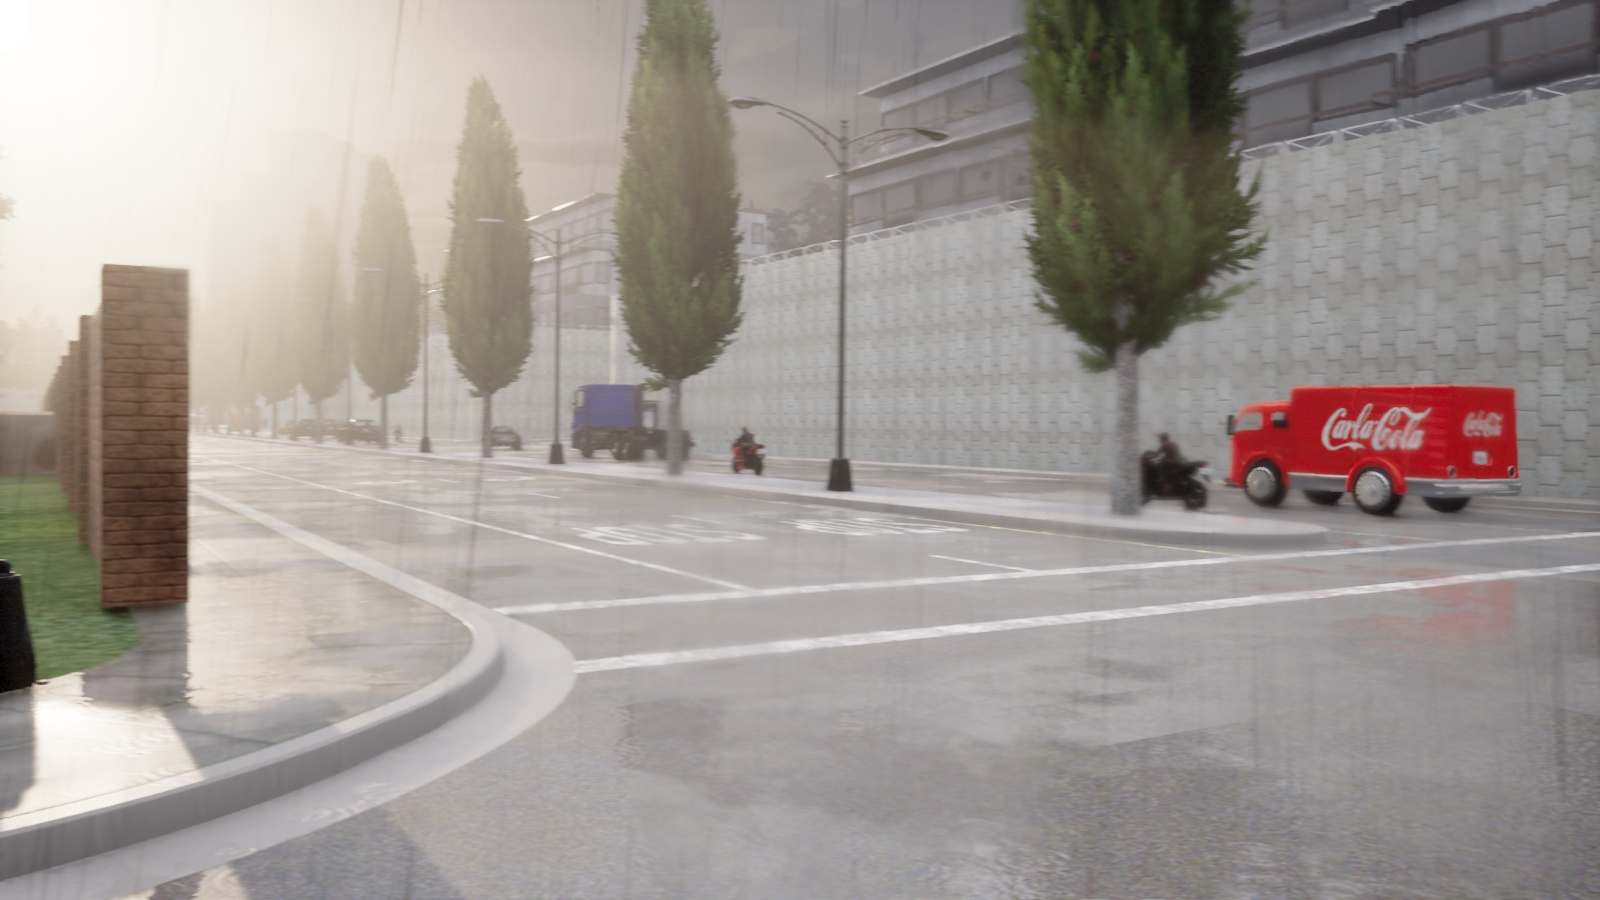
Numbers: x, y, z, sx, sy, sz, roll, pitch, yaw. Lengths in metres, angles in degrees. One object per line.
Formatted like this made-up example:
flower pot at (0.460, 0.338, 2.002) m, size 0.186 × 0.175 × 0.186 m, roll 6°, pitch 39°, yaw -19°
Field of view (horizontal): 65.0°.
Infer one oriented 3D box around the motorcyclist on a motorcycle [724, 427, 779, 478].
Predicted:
motorcyclist on a motorcycle at (-1.535, 0.064, 39.133) m, size 0.797 × 1.523 × 2.044 m, roll -1°, pitch 1°, yaw -31°

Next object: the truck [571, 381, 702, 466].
truck at (-7.359, -1.149, 55.479) m, size 2.891 × 3.462 × 7.936 m, roll -1°, pitch 1°, yaw -30°

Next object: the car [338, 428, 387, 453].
car at (-30.167, -0.683, 86.454) m, size 2.242 × 1.667 × 4.611 m, roll -1°, pitch 1°, yaw -32°

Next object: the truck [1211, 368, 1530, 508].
truck at (11.143, -0.262, 24.968) m, size 2.627 × 2.467 × 5.204 m, roll -1°, pitch 1°, yaw -30°

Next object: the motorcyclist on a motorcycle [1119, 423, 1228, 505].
motorcyclist on a motorcycle at (7.261, 0.252, 24.511) m, size 0.797 × 1.523 × 2.044 m, roll -1°, pitch 1°, yaw -31°

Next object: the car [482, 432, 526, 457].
car at (-17.244, -0.337, 73.139) m, size 1.994 × 1.385 × 4.181 m, roll -1°, pitch 1°, yaw -20°
